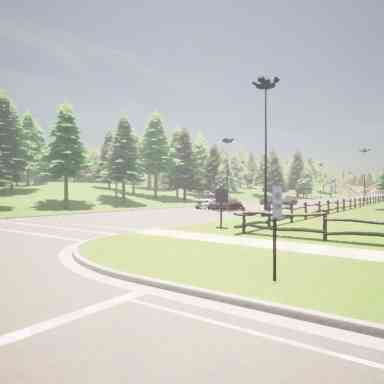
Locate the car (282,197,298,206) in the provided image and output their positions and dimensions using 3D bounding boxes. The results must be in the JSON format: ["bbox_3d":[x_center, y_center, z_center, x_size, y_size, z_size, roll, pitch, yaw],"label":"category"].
[{"bbox_3d":[16.320,1.549,56.047,2.033,1.411,5.357,0,0,35],"label":"car"}]

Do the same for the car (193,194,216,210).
[{"bbox_3d":[2.441,1.221,42.554,2.150,2.045,5.566,0,0,35],"label":"car"}]

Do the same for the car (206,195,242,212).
[{"bbox_3d":[4.067,1.478,38.780,1.882,1.535,5.008,0,0,35],"label":"car"}]

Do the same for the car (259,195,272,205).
[{"bbox_3d":[13.476,1.405,58.087,2.097,1.767,4.553,0,0,35],"label":"car"}]
